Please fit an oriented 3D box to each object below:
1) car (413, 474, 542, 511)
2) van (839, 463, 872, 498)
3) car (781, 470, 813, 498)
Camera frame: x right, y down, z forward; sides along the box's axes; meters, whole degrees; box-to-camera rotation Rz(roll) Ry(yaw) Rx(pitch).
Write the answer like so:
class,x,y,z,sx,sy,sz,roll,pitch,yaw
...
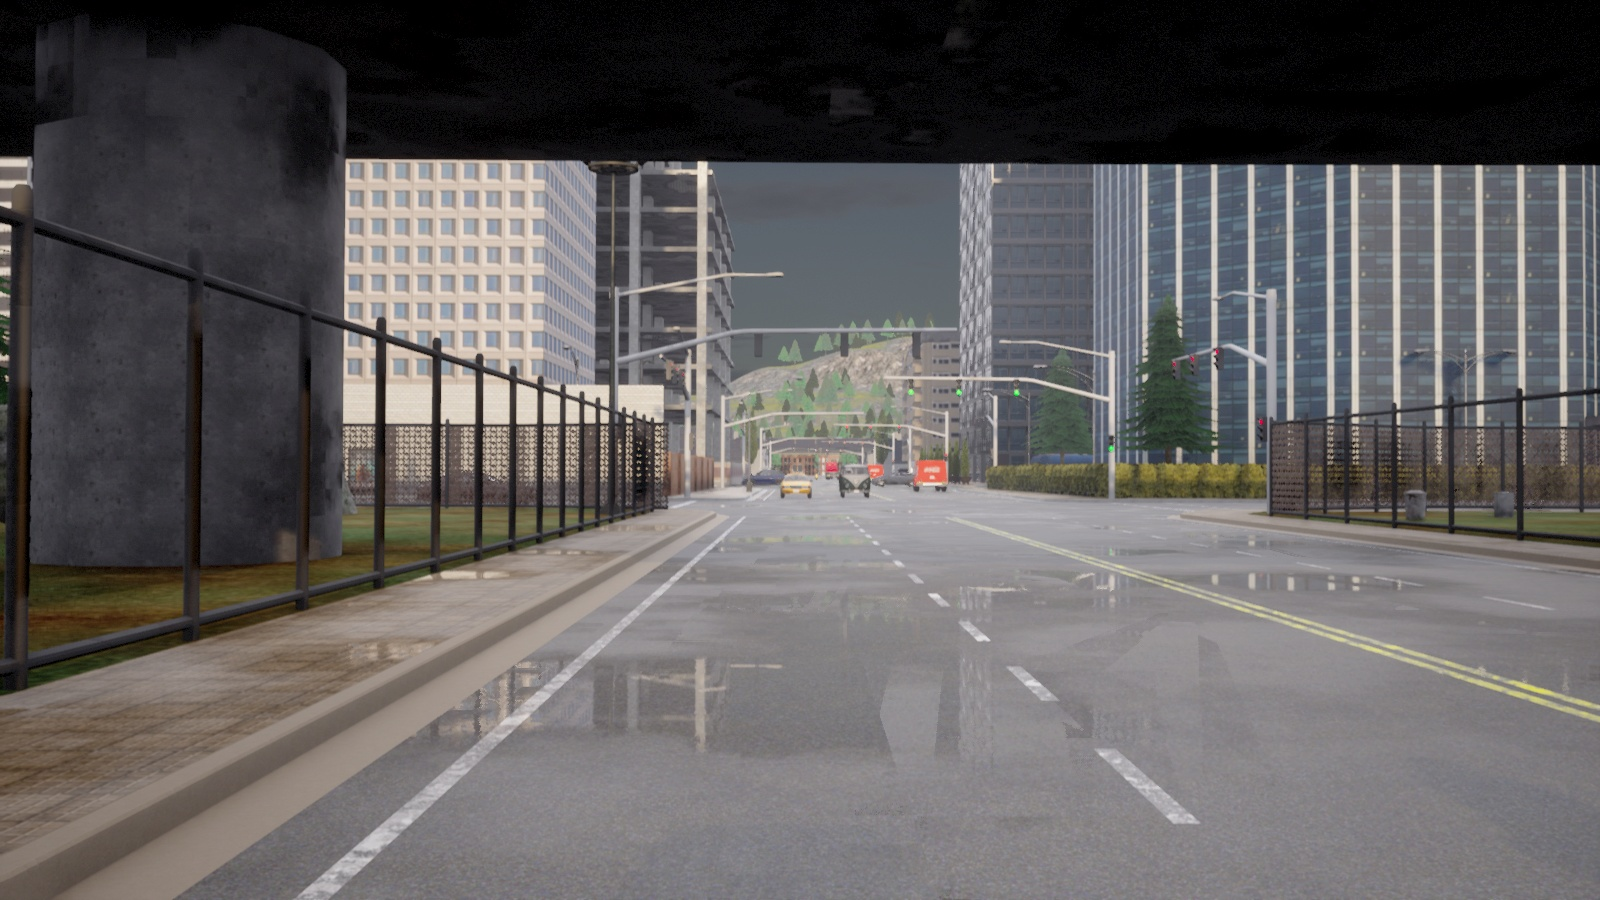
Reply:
class,x,y,z,sx,sy,sz,roll,pitch,yaw
car,-12.737,1.664,49.786,4.674,1.442,1.812,0,-1,0
van,3.292,1.806,75.210,1.775,1.987,4.442,0,-1,0
car,-0.203,1.981,73.712,1.801,1.575,5.366,0,-1,0
